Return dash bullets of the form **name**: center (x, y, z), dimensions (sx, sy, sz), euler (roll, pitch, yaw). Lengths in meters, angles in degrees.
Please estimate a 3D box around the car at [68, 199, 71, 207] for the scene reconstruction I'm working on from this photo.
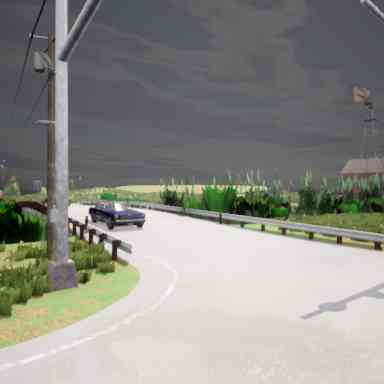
- **car**: center (-13.831, 0.941, 34.467), dimensions (1.895, 1.301, 4.718), euler (0, -1, -30)

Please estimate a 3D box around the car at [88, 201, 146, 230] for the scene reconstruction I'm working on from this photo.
- **car**: center (-4.335, 1.243, 18.908), dimensions (1.895, 1.301, 4.718), euler (0, 3, -33)
